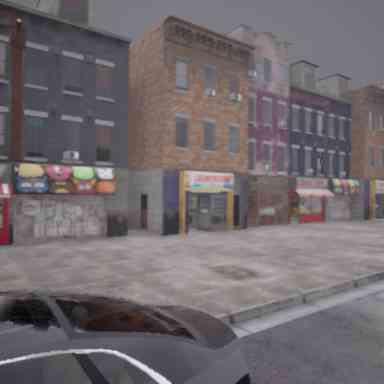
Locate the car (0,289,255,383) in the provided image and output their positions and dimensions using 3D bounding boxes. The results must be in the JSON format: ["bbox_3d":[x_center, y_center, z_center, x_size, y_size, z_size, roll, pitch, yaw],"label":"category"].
[{"bbox_3d":[-1.755,1.505,1.813,4.892,1.490,1.837,1,-1,-35],"label":"car"}]
